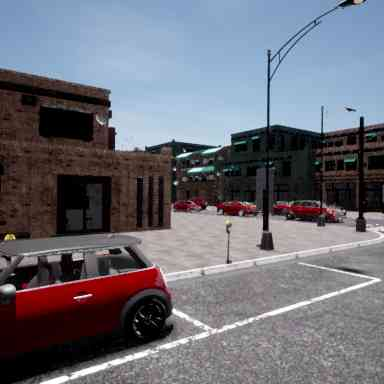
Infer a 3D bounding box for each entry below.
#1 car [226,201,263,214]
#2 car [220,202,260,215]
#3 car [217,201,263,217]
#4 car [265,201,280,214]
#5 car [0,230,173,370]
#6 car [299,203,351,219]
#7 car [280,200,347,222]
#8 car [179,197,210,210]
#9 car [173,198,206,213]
[{"bbox_3d":[6.537,1.879,41.930,1.752,1.417,4.829,0,-1,-35],"label":"car"},{"bbox_3d":[5.556,1.894,38.795,1.895,1.301,4.718,1,-1,-35],"label":"car"},{"bbox_3d":[4.637,1.692,34.525,1.882,1.535,5.008,1,-1,-35],"label":"car"},{"bbox_3d":[9.799,1.739,37.235,1.967,1.590,4.097,0,-1,-35],"label":"car"},{"bbox_3d":[-2.388,1.441,4.841,4.097,1.590,1.967,0,1,-35],"label":"car"},{"bbox_3d":[12.963,1.812,32.676,1.947,1.339,4.313,0,-1,-35],"label":"car"},{"bbox_3d":[9.897,1.479,27.001,2.097,1.767,4.553,1,-1,-35],"label":"car"},{"bbox_3d":[0.304,1.773,50.907,2.192,1.841,5.009,0,-1,-35],"label":"car"},{"bbox_3d":[-0.638,1.829,42.129,1.812,1.442,4.674,1,-1,-35],"label":"car"}]
